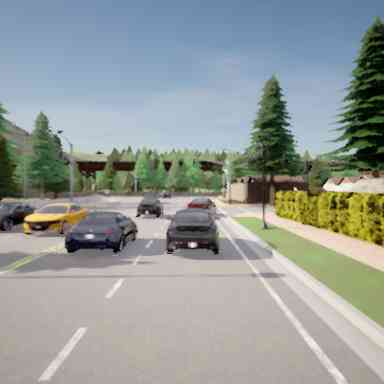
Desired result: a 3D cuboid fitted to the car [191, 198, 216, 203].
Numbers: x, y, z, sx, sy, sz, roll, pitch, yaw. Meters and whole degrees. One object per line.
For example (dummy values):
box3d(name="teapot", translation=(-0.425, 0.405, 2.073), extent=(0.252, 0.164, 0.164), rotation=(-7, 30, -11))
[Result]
box3d(name="car", translation=(0.962, 1.256, 29.116), extent=(1.882, 1.535, 5.008), rotation=(0, 1, 13))

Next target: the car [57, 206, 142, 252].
box3d(name="car", translation=(-3.453, 1.463, 13.314), extent=(1.994, 1.385, 4.181), rotation=(0, 1, 1))

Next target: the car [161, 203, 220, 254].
box3d(name="car", translation=(0.044, 1.406, 13.058), extent=(1.837, 1.490, 4.892), rotation=(0, 1, 1))

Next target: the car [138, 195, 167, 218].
box3d(name="car", translation=(-3.454, 1.293, 28.067), extent=(1.837, 1.490, 4.892), rotation=(0, 1, 1))

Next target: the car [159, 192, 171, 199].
box3d(name="car", translation=(-6.730, 0.678, 79.444), extent=(2.097, 1.767, 4.553), rotation=(0, 0, -27))

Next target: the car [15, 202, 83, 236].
box3d(name="car", translation=(-7.050, 1.342, 17.780), extent=(1.882, 1.535, 5.008), rotation=(0, 0, 1))

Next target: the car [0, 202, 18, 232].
box3d(name="car", translation=(-10.540, 1.347, 18.967), extent=(2.128, 1.511, 4.902), rotation=(0, 0, 1))
